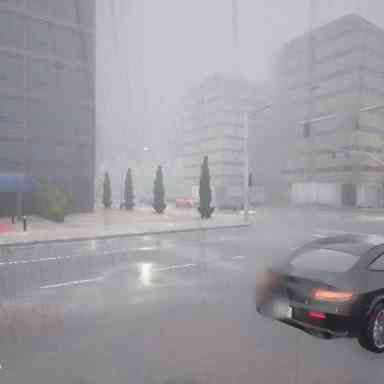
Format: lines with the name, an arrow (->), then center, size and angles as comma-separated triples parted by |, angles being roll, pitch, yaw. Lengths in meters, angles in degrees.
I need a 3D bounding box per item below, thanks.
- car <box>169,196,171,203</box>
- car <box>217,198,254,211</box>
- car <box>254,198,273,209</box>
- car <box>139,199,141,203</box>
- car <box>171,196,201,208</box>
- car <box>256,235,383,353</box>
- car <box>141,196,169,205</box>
car -> -3.614, 1.504, 64.500 | 1.837, 1.490, 4.892 | 0, 0, -35
car -> 4.885, 1.564, 39.858 | 1.994, 1.385, 4.181 | 0, 0, -35
car -> 9.106, 1.526, 46.363 | 1.812, 1.442, 4.674 | 0, 0, -35
car -> -8.767, 1.564, 65.750 | 1.994, 1.385, 4.181 | 0, 0, -35
car -> -0.500, 1.352, 47.535 | 2.097, 1.767, 4.553 | 0, 0, -35
car -> 3.190, 1.526, 6.098 | 4.674, 1.442, 1.812 | 0, 0, -35
car -> -6.196, 1.564, 55.671 | 1.994, 1.385, 4.181 | 0, 0, -35
